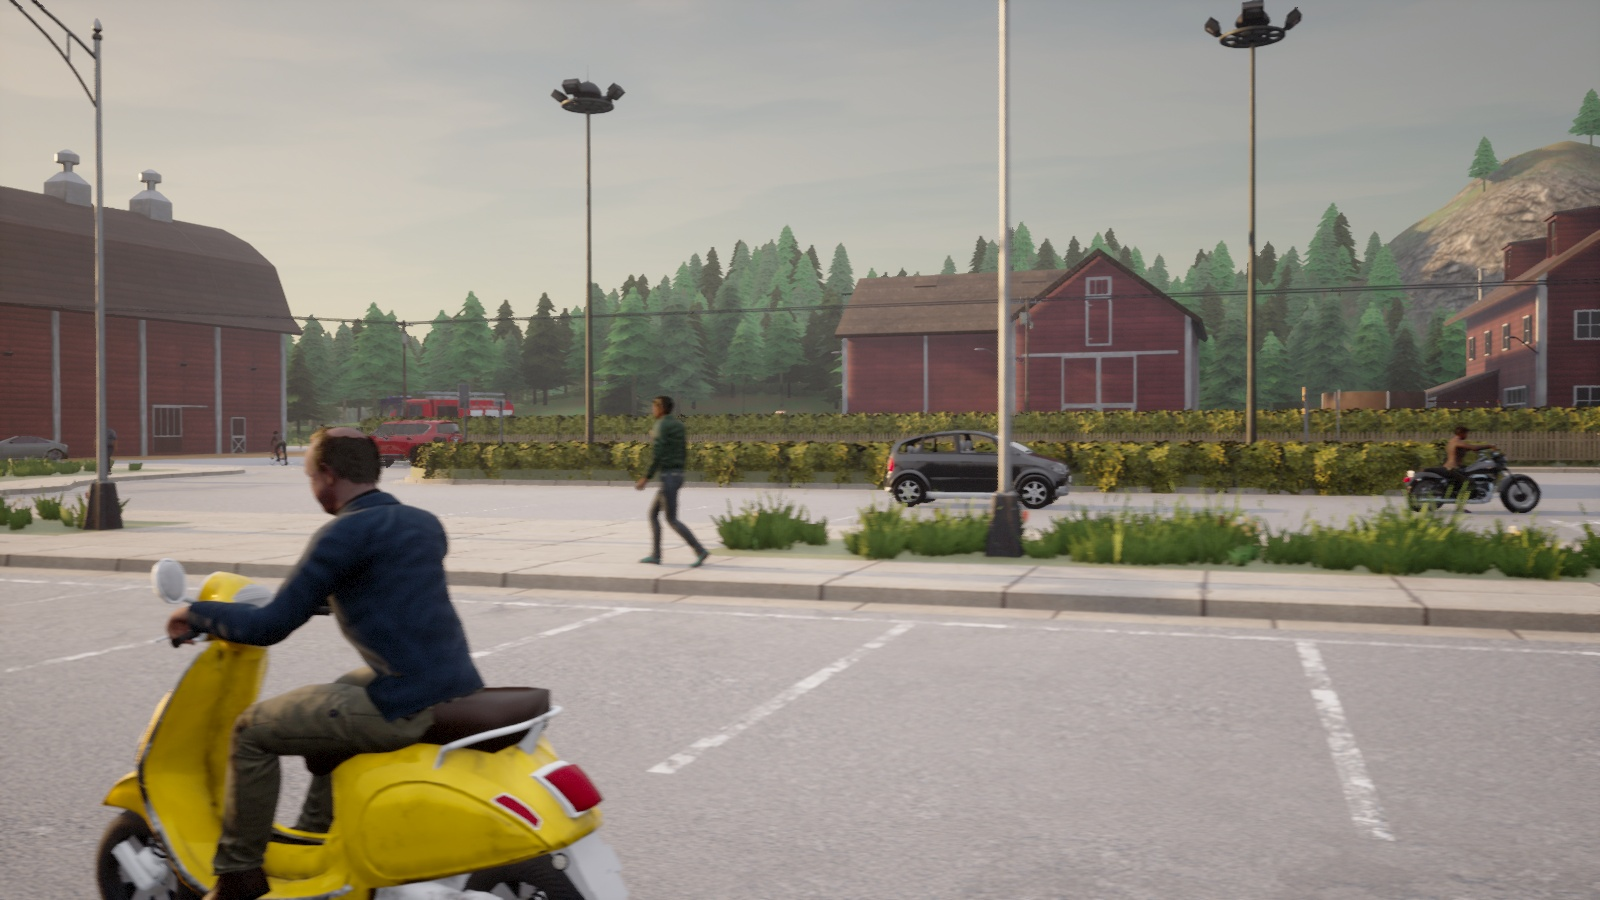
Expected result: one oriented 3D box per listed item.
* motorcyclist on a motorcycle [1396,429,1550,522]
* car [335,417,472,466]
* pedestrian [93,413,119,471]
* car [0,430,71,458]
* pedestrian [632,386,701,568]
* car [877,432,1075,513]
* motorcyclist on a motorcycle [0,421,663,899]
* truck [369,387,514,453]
[{"bbox_3d":[12.305,0.454,23.037,2.350,1.649,0.766,1,1,8],"label":"motorcyclist on a motorcycle"},{"bbox_3d":[-17.339,-0.400,54.954,5.566,2.045,2.150,1,1,19],"label":"car"},{"bbox_3d":[-22.309,-0.249,40.367,0.540,1.848,0.694,0,1,-10],"label":"pedestrian"},{"bbox_3d":[-38.421,-0.311,61.803,4.181,1.385,1.994,-1,1,-37],"label":"car"},{"bbox_3d":[-1.383,0.269,12.994,0.614,1.847,0.353,1,1,24],"label":"pedestrian"},{"bbox_3d":[3.605,0.409,25.604,3.705,1.549,1.789,0,1,19],"label":"car"},{"bbox_3d":[-1.413,0.716,3.668,1.817,1.590,0.866,1,1,19],"label":"motorcyclist on a motorcycle"},{"bbox_3d":[-22.010,-1.812,77.543,2.891,3.827,8.468,1,1,38],"label":"truck"}]
